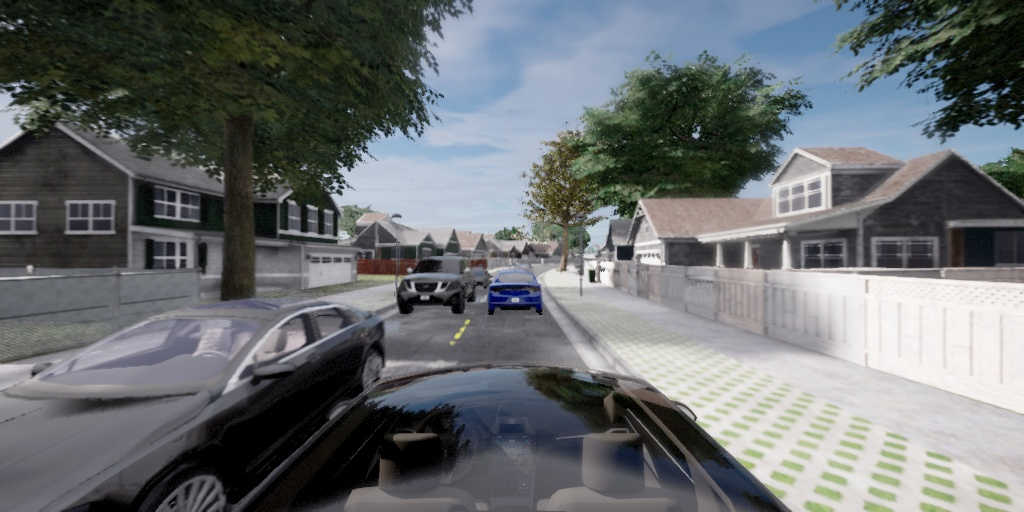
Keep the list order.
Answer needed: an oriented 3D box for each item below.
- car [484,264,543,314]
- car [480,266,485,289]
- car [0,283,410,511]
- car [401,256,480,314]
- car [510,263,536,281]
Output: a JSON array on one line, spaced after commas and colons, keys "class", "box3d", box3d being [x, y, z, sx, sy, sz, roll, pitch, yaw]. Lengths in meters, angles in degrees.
[{"class": "car", "box3d": [0.138, 1.271, 14.014, 1.882, 1.535, 5.008, 0, 0, 1]}, {"class": "car", "box3d": [-2.472, 1.389, 23.787, 1.994, 1.385, 4.181, 0, 0, 3]}, {"class": "car", "box3d": [-2.837, 1.248, 3.608, 2.128, 1.511, 4.902, 0, 0, 0]}, {"class": "car", "box3d": [-2.759, 1.019, 14.354, 2.150, 2.045, 5.566, 0, -1, 1]}, {"class": "car", "box3d": [1.122, 1.397, 33.026, 2.033, 1.411, 5.357, 0, 0, 5]}]
